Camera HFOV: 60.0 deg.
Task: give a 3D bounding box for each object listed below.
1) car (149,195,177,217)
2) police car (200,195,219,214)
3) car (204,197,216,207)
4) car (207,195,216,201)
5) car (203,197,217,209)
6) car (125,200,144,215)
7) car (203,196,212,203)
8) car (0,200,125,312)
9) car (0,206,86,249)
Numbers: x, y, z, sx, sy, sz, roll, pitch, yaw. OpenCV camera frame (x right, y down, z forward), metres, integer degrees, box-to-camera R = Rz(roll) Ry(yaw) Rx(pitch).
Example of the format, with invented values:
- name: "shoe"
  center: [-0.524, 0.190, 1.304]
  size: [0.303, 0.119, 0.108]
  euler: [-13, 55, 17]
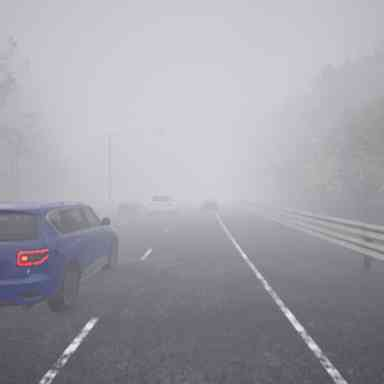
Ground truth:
- name: "car"
  center: [-2.694, 1.256, 32.000]
  size: [2.150, 2.045, 5.566]
  euler: [0, 0, 2]
- name: "police car"
  center: [1.970, 1.471, 36.942]
  size: [1.930, 1.638, 5.238]
  euler: [0, 0, 3]
- name: "car"
  center: [2.892, 1.582, 52.605]
  size: [1.837, 1.490, 4.892]
  euler: [0, 0, 4]
- name: "car"
  center: [5.100, 1.561, 88.292]
  size: [2.033, 1.411, 5.357]
  euler: [0, 0, 7]
- name: "car"
  center: [2.507, 1.542, 46.692]
  size: [1.882, 1.535, 5.008]
  euler: [0, 0, 4]
- name: "car"
  center: [-6.116, 1.512, 33.761]
  size: [1.882, 1.535, 5.008]
  euler: [0, 0, 3]
- name: "car"
  center: [3.303, 1.524, 70.978]
  size: [1.812, 1.442, 4.674]
  euler: [0, 0, 6]
- name: "car"
  center: [-3.339, 1.227, 7.857]
  size: [2.150, 2.045, 5.566]
  euler: [0, 0, 1]
- name: "car"
  center: [-6.709, 1.516, 15.549]
  size: [1.837, 1.490, 4.892]
  euler: [0, 0, 1]
